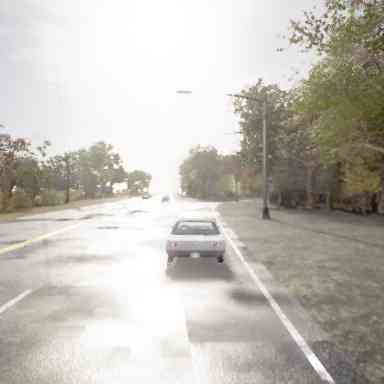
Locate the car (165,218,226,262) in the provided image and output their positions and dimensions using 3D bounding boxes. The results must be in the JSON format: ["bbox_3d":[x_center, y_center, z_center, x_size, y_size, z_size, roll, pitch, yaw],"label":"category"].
[{"bbox_3d":[0.129,1.623,12.322,1.895,1.301,4.718,0,0,1],"label":"car"}]

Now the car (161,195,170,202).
[{"bbox_3d":[-6.150,1.535,77.286,2.033,1.411,5.357,0,0,-3],"label":"car"}]
